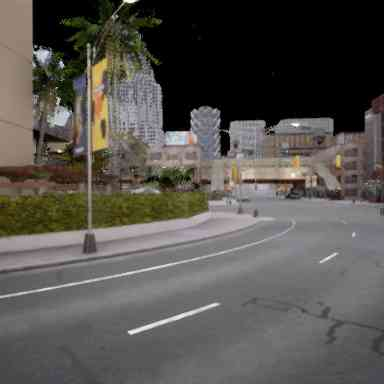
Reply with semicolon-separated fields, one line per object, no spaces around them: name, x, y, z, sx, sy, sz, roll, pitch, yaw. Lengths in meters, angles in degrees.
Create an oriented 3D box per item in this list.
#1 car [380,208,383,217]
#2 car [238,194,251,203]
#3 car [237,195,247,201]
car;17.115;1.497;26.859;2.033;1.411;5.357;0;0;10
car;12.267;1.628;75.715;2.097;1.535;5.008;0;0;5
car;13.878;1.671;92.840;2.231;1.521;4.892;-1;0;15
